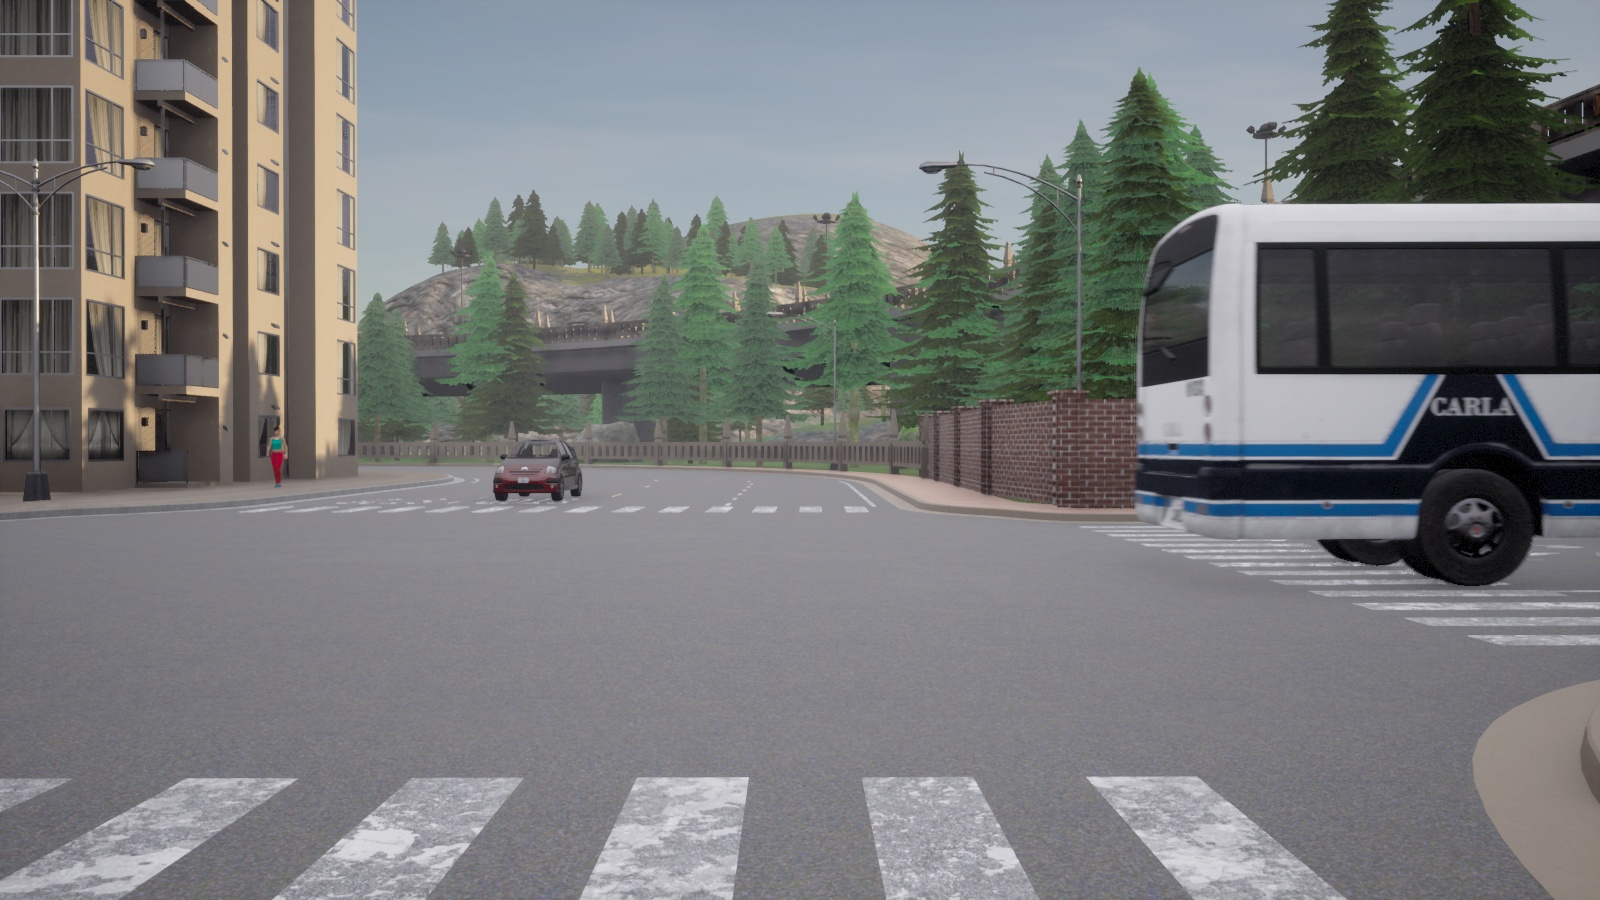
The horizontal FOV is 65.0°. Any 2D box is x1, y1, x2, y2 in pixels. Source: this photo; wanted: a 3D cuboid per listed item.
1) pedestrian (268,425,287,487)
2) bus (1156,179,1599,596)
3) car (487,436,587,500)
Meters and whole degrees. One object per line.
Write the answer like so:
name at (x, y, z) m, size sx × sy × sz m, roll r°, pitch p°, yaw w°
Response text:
pedestrian at (-15.748, 0.183, 37.832) m, size 0.345 × 1.836 × 0.594 m, roll 0°, pitch 0°, yaw -4°
bus at (9.885, -0.645, 14.790) m, size 10.273 × 4.253 × 3.944 m, roll 0°, pitch 0°, yaw 0°
car at (-6.993, 0.456, 33.772) m, size 1.851 × 1.617 × 3.988 m, roll 0°, pitch 0°, yaw 0°
